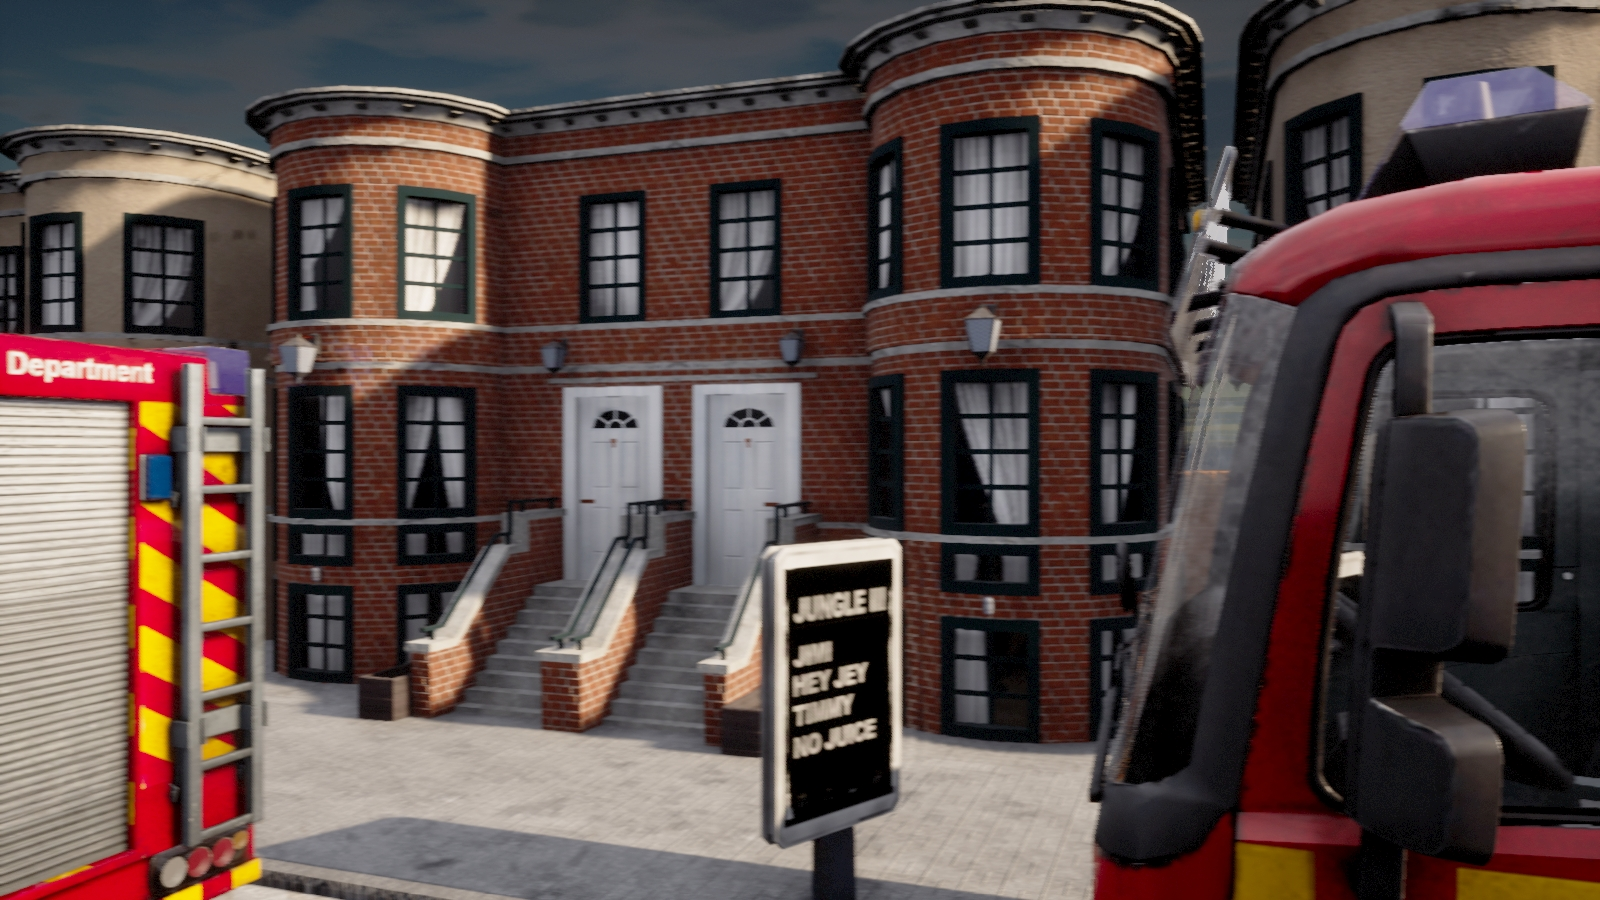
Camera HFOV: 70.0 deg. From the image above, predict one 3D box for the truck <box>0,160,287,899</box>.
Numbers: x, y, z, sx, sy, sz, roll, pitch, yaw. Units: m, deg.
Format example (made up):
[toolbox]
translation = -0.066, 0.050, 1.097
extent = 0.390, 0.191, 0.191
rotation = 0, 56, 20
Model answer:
[truck]
translation = -7.355, 0.670, 6.514
extent = 8.468, 3.827, 2.891
rotation = 0, 0, 20
